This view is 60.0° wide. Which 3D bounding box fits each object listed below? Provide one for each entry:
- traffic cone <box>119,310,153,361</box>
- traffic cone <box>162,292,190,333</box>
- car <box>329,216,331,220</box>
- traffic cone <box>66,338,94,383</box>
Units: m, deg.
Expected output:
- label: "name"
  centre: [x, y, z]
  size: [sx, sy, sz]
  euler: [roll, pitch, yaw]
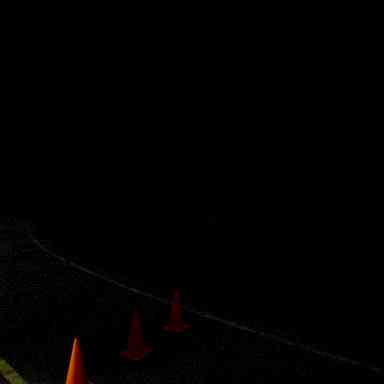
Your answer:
- label: "traffic cone"
  centre: [-0.776, 1.938, 4.601]
  size: [0.340, 0.580, 0.340]
  euler: [1, 1, 32]
- label: "traffic cone"
  centre: [-0.257, 1.931, 5.451]
  size: [0.340, 0.580, 0.340]
  euler: [1, 1, 31]
- label: "car"
  centre: [35.619, 6.632, 82.738]
  size: [1.851, 1.617, 3.988]
  euler: [-4, -3, 4]
- label: "traffic cone"
  centre: [-1.296, 1.945, 3.750]
  size: [0.340, 0.580, 0.340]
  euler: [1, 1, 31]
